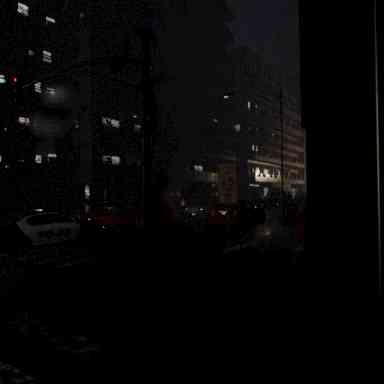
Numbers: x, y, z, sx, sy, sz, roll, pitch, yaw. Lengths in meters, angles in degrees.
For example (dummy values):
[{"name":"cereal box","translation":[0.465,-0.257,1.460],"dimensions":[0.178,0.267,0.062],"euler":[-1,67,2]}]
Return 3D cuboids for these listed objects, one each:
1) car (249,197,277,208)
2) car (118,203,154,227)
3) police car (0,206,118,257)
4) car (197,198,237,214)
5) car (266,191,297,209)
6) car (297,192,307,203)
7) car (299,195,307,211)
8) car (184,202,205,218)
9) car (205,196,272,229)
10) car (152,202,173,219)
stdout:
[{"name":"car","translation":[9.262,1.310,43.152],"dimensions":[1.947,1.339,4.313],"euler":[-1,0,36]},{"name":"car","translation":[-4.697,1.511,19.431],"dimensions":[1.895,1.301,4.718],"euler":[-1,0,35]},{"name":"police car","translation":[-5.603,1.434,12.905],"dimensions":[2.038,1.542,4.974],"euler":[-1,1,36]},{"name":"car","translation":[2.620,1.383,33.974],"dimensions":[2.008,1.369,4.403],"euler":[-1,0,36]},{"name":"car","translation":[10.473,0.924,40.395],"dimensions":[2.150,2.045,5.566],"euler":[-1,0,36]},{"name":"car","translation":[19.221,0.929,56.919],"dimensions":[2.192,1.841,5.009],"euler":[-1,0,36]},{"name":"car","translation":[12.729,1.195,33.651],"dimensions":[1.947,1.339,4.313],"euler":[-1,0,36]},{"name":"car","translation":[1.405,1.428,27.891],"dimensions":[1.895,1.301,4.718],"euler":[-1,0,36]},{"name":"car","translation":[2.856,1.200,19.822],"dimensions":[1.967,1.590,4.097],"euler":[-1,0,36]},{"name":"car","translation":[-3.377,1.458,25.843],"dimensions":[1.887,1.381,4.507],"euler":[-1,0,36]}]
